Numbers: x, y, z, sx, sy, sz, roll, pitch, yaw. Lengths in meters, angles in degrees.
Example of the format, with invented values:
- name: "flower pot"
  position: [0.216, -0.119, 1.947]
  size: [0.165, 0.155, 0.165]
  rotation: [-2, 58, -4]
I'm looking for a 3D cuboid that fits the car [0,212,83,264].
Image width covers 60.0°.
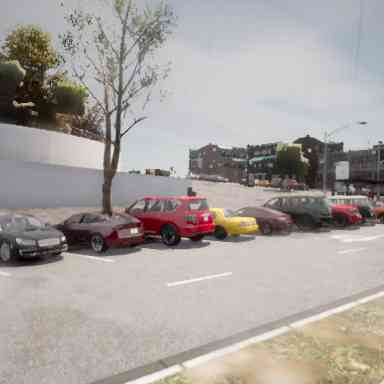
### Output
- name: "car"
  position: [-6.488, 1.490, 11.902]
  size: [4.892, 1.521, 2.231]
  rotation: [-1, -1, 35]

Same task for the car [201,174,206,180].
- name: "car"
  position: [5.601, -3.703, 86.196]
  size: [2.435, 2.045, 5.566]
  rotation: [7, 3, 34]

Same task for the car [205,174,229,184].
- name: "car"
  position: [5.472, -2.629, 70.852]
  size: [1.812, 1.442, 4.674]
  rotation: [2, 4, -36]

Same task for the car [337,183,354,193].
- name: "car"
  position: [26.399, -0.429, 56.690]
  size: [2.435, 2.045, 5.566]
  rotation: [7, 3, 35]

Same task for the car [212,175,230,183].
- name: "car"
  position: [7.452, -3.180, 83.937]
  size: [1.946, 1.575, 5.366]
  rotation: [7, 3, 34]

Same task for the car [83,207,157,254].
- name: "car"
  position: [-4.068, 1.521, 13.647]
  size: [4.792, 1.488, 2.163]
  rotation: [-1, -1, 35]

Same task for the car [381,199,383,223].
- name: "car"
  position: [13.194, 1.401, 25.727]
  size: [4.553, 1.767, 2.185]
  rotation: [-1, -1, 35]

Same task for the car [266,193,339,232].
- name: "car"
  position: [5.732, 1.259, 20.604]
  size: [5.566, 2.045, 2.435]
  rotation: [-1, -1, 35]

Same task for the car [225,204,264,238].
- name: "car"
  position: [0.698, 1.500, 17.219]
  size: [5.366, 1.575, 1.946]
  rotation: [-1, -1, 35]

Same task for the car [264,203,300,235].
- name: "car"
  position: [3.304, 1.545, 18.846]
  size: [4.674, 1.452, 2.002]
  rotation: [-1, -1, 35]

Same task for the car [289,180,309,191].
- name: "car"
  position: [21.190, -0.995, 64.077]
  size: [2.231, 1.521, 4.892]
  rotation: [7, 3, 35]

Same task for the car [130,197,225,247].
- name: "car"
  position: [-1.622, 1.245, 15.392]
  size: [5.566, 2.045, 2.435]
  rotation: [-1, -1, 35]

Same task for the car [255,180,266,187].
- name: "car"
  position: [16.129, -1.815, 71.642]
  size: [1.946, 1.575, 5.366]
  rotation: [7, 3, 35]

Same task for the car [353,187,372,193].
- name: "car"
  position: [28.090, 0.134, 54.217]
  size: [2.002, 1.452, 4.674]
  rotation: [7, 3, 35]

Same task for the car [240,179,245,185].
- name: "car"
  position: [12.556, -2.321, 76.426]
  size: [2.002, 1.452, 4.674]
  rotation: [7, 3, 35]

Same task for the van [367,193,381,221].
- name: "van"
  position: [10.785, 1.294, 23.977]
  size: [4.442, 1.987, 1.878]
  rotation: [-1, -1, 35]

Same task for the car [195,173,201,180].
- name: "car"
  position: [3.807, -3.855, 88.663]
  size: [2.185, 1.767, 4.553]
  rotation: [6, 3, 34]

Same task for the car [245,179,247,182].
- name: "car"
  position: [14.298, -2.047, 73.963]
  size: [2.002, 1.452, 4.674]
  rotation: [7, 4, 35]

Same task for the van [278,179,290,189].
- name: "van"
  position: [19.431, -1.494, 66.439]
  size: [1.878, 1.987, 4.442]
  rotation: [7, 4, 35]

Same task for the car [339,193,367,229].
- name: "car"
  position: [8.246, 1.264, 22.308]
  size: [5.566, 2.045, 2.435]
  rotation: [-1, -1, 35]

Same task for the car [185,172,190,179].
- name: "car"
  position: [0.307, -4.367, 93.481]
  size: [2.435, 2.045, 5.566]
  rotation: [1, -1, 34]

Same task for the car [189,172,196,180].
- name: "car"
  position: [2.078, -4.090, 91.133]
  size: [2.185, 1.767, 4.553]
  rotation: [4, 1, 33]

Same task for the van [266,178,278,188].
- name: "van"
  position: [17.702, -1.767, 68.911]
  size: [1.878, 1.987, 4.442]
  rotation: [7, 4, 35]
